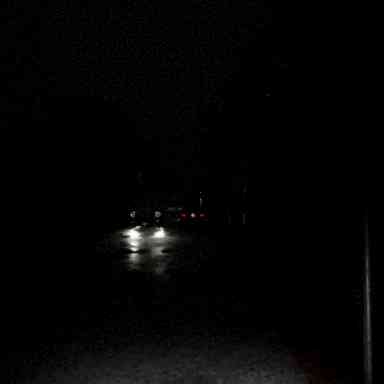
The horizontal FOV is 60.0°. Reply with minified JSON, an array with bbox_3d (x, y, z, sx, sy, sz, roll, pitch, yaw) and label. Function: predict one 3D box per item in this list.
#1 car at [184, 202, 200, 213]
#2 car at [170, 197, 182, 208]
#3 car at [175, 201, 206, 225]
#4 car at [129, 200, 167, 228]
[{"bbox_3d":[-0.029,1.872,41.645,1.895,1.301,4.718,0,-1,0],"label":"car"},{"bbox_3d":[-2.977,1.961,62.756,2.150,2.045,5.566,0,-2,1],"label":"car"},{"bbox_3d":[0.055,1.599,24.226,2.033,1.411,5.357,0,-1,0],"label":"car"},{"bbox_3d":[-2.891,1.388,22.493,2.097,1.767,4.553,0,0,0],"label":"car"}]
